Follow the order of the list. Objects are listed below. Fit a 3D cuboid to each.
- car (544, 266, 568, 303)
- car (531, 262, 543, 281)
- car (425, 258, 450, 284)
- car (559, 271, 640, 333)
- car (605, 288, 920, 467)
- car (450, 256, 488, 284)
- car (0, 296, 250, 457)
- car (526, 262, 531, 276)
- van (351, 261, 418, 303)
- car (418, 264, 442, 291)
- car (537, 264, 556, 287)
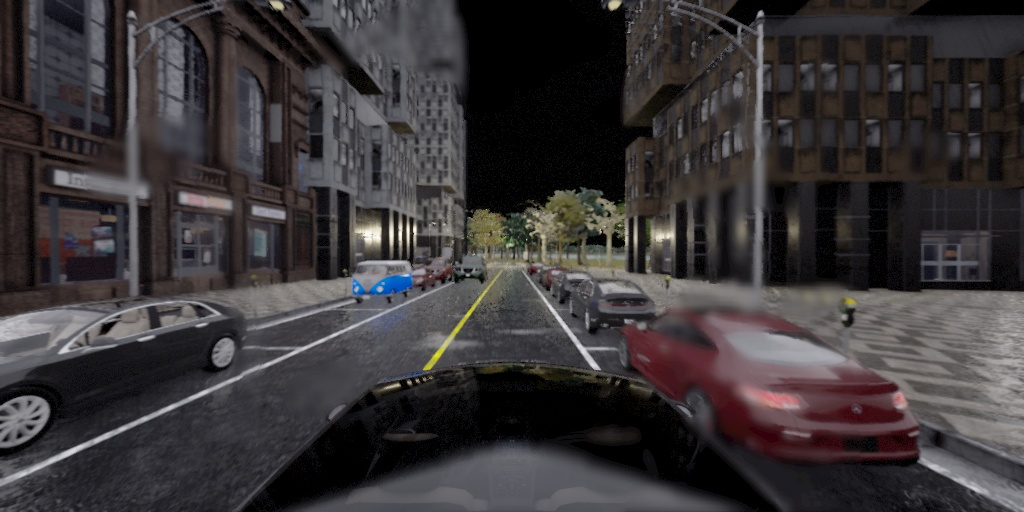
[{"bbox_3d":[2.766,1.312,16.242,2.007,1.370,4.403,0,0,0],"label":"car"},{"bbox_3d":[2.769,1.331,27.578,2.007,1.370,4.403,0,0,0],"label":"car"},{"bbox_3d":[-5.756,1.096,27.610,2.192,1.841,5.009,0,0,0],"label":"car"},{"bbox_3d":[2.764,1.307,10.573,2.007,1.370,4.403,0,0,0],"label":"car"},{"bbox_3d":[2.763,1.334,4.903,1.802,1.307,4.207,0,0,0],"label":"car"},{"bbox_3d":[-3.093,1.007,27.893,2.150,2.045,5.566,0,-1,0],"label":"car"},{"bbox_3d":[-5.763,1.303,4.936,2.007,1.370,4.403,0,0,0],"label":"car"},{"bbox_3d":[2.772,1.361,38.916,1.888,1.381,4.507,0,0,0],"label":"car"},{"bbox_3d":[-5.759,1.103,16.274,1.690,1.789,3.998,0,0,0],"label":"van"},{"bbox_3d":[-5.758,1.352,21.942,1.802,1.307,4.207,0,0,0],"label":"car"},{"bbox_3d":[2.768,1.351,21.910,1.802,1.307,4.207,0,0,0],"label":"car"}]
